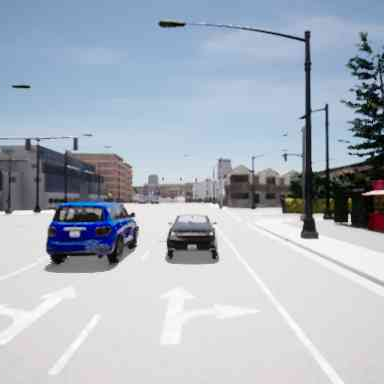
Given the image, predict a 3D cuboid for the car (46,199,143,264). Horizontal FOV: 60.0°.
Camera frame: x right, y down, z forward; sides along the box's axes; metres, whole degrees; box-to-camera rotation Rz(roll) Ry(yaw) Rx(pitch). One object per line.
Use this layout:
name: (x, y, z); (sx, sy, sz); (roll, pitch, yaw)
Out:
car: (-3.487, 1.369, 12.606); (2.150, 2.045, 5.566); (0, 0, 0)

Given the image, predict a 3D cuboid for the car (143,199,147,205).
car: (-13.958, 2.765, 93.381); (1.882, 1.535, 5.008); (0, 0, 0)

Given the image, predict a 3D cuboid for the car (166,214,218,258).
car: (0.022, 1.649, 13.506); (2.128, 1.511, 4.902); (0, -1, 0)

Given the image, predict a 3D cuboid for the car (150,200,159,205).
car: (-10.458, 2.840, 93.379); (1.994, 1.385, 4.181); (0, 0, 0)
